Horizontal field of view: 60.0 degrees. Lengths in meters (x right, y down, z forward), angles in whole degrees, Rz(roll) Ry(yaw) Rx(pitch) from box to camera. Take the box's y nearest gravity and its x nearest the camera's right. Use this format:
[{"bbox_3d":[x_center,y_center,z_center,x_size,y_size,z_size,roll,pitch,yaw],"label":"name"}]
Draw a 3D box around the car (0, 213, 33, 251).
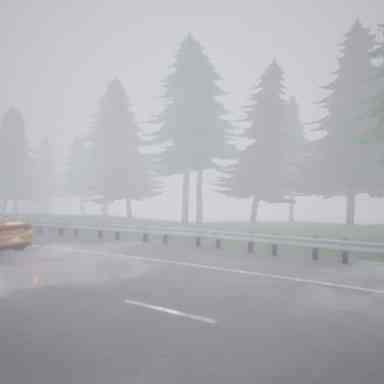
[{"bbox_3d":[-8.164,1.448,12.343,5.008,1.535,1.882,0,0,26],"label":"car"}]
